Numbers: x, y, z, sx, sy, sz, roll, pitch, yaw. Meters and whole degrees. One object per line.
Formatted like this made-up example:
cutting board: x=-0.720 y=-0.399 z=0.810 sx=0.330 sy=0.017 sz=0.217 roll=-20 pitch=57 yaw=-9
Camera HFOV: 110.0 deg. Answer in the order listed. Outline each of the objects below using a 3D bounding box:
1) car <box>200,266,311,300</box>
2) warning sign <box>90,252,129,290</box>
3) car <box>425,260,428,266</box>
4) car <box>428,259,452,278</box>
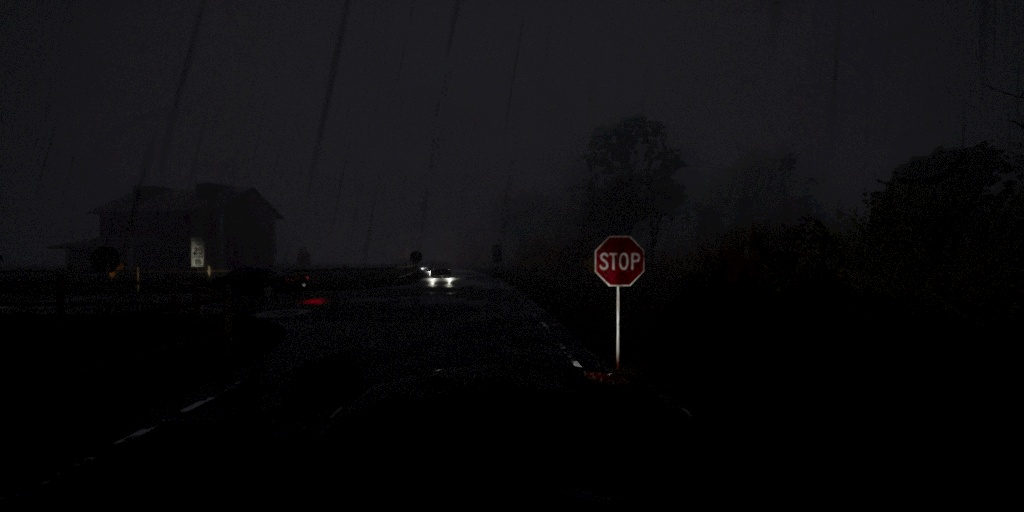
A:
car: x=-12.332 y=1.226 z=17.179 sx=5.008 sy=1.535 sz=1.882 roll=0 pitch=0 yaw=5
warning sign: x=-21.746 y=0.860 z=19.477 sx=1.060 sy=1.860 sz=1.300 roll=0 pitch=0 yaw=-1
car: x=-10.589 y=1.226 z=49.476 sx=1.837 sy=1.490 sz=4.892 roll=0 pitch=1 yaw=-16
car: x=-6.896 y=1.211 z=34.720 sx=1.882 sy=1.535 sz=5.008 roll=0 pitch=0 yaw=-12
